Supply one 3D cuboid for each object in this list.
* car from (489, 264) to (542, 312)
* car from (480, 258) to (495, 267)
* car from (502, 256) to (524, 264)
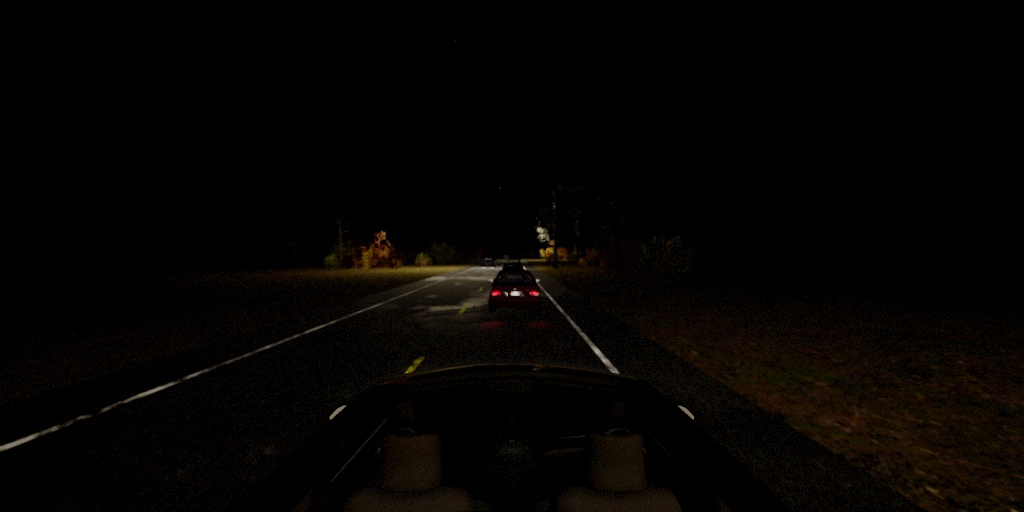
[{"bbox_3d":[0.101,1.216,13.781,2.033,1.411,5.357,0,0,0],"label":"car"},{"bbox_3d":[-3.549,0.967,53.268,1.994,1.385,4.181,0,0,0],"label":"car"},{"bbox_3d":[0.103,1.026,33.680,2.128,1.511,4.902,0,0,0],"label":"car"}]
